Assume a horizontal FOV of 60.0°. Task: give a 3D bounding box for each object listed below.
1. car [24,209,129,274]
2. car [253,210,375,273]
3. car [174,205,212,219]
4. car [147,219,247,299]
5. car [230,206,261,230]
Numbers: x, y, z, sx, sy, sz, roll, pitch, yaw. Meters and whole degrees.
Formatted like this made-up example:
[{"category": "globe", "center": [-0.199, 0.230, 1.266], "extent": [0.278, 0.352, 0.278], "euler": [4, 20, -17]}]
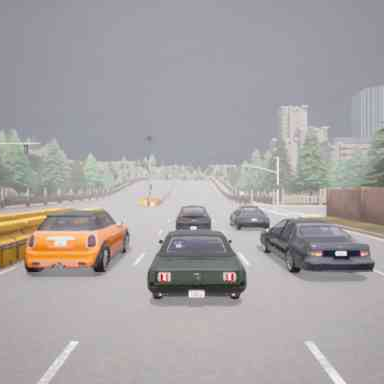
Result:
[{"category": "car", "center": [-3.412, 1.351, 10.756], "extent": [2.097, 1.767, 4.553], "euler": [0, 0, 0]}, {"category": "car", "center": [3.587, 1.547, 10.625], "extent": [2.033, 1.411, 5.357], "euler": [0, 0, -1]}, {"category": "car", "center": [0.072, 1.504, 18.625], "extent": [1.837, 1.490, 4.892], "euler": [0, 0, 0]}, {"category": "car", "center": [0.089, 1.600, 8.388], "extent": [1.895, 1.301, 4.718], "euler": [0, 0, 0]}, {"category": "car", "center": [3.569, 1.562, 21.031], "extent": [1.994, 1.385, 4.181], "euler": [0, 0, 0]}]
